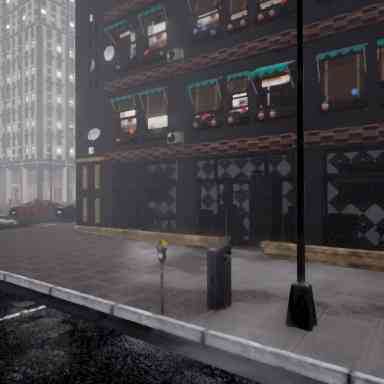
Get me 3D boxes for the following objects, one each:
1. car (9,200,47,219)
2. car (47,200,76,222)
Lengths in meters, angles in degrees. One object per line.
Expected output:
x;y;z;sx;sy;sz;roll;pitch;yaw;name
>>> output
-11.956;1.304;26.043;1.994;1.385;4.181;0;1;35;car
-7.195;1.279;22.729;1.947;1.339;4.313;1;1;35;car
